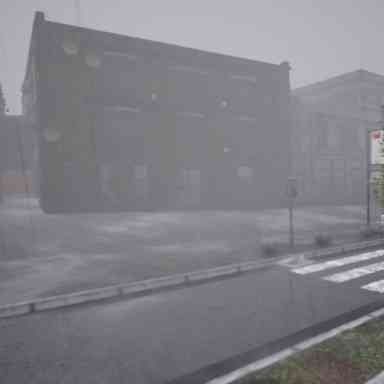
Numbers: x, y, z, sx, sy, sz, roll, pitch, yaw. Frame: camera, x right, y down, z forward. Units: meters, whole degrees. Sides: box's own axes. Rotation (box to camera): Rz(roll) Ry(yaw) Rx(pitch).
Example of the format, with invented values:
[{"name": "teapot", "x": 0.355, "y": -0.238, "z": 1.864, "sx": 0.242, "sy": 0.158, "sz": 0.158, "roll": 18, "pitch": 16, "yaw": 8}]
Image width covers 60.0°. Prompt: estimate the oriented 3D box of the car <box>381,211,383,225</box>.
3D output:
[{"name": "car", "x": 13.003, "y": 1.114, "z": 18.853, "sx": 5.566, "sy": 2.045, "sz": 2.435, "roll": 0, "pitch": 0, "yaw": -35}]
